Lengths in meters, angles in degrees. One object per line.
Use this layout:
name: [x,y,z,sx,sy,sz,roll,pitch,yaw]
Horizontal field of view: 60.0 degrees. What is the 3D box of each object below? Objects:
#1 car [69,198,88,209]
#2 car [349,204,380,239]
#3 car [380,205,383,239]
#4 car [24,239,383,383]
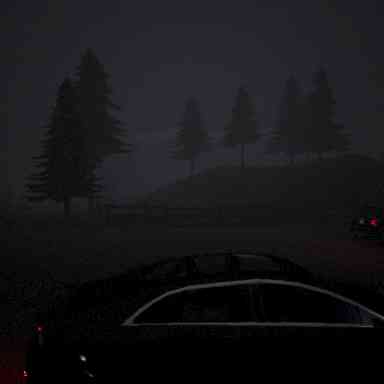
car: [-15.575,1.520,44.675,1.812,1.442,4.674,1,0,1]
car: [9.597,1.349,14.856,4.553,1.767,2.097,0,0,-4]
car: [9.872,1.220,11.366,5.566,2.045,2.150,0,0,-4]
car: [0.813,1.491,3.715,4.902,1.511,2.128,0,0,-4]
